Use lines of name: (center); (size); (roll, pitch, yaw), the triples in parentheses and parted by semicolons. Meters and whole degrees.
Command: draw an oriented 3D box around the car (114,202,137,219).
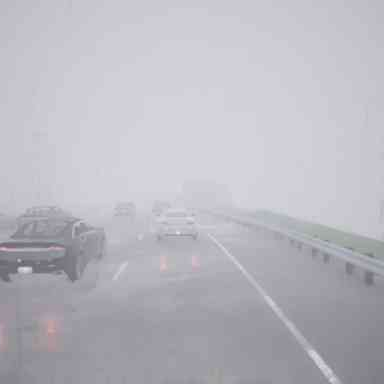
car: (-5.809, 1.551, 28.789); (2.033, 1.411, 5.357); (0, 0, -9)

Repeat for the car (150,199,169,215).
car: (-3.179, 1.488, 33.921); (2.128, 1.511, 4.902); (0, 0, -10)

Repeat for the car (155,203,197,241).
car: (-0.816, 1.523, 16.720); (1.812, 1.442, 4.674); (0, 0, -5)

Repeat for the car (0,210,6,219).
car: (-11.537, 1.619, 18.750); (1.895, 1.301, 4.718); (0, 0, -6)

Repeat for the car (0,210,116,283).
car: (-3.800, 1.496, 9.730); (2.128, 1.511, 4.902); (0, 0, -3)

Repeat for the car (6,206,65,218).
car: (-8.033, 1.502, 18.631); (2.128, 1.511, 4.902); (0, 0, -6)
